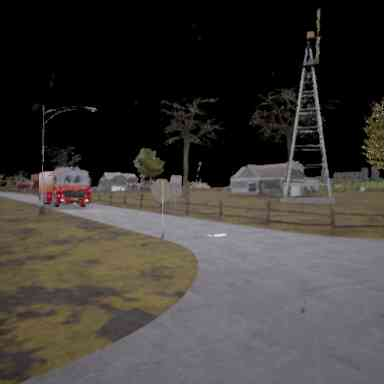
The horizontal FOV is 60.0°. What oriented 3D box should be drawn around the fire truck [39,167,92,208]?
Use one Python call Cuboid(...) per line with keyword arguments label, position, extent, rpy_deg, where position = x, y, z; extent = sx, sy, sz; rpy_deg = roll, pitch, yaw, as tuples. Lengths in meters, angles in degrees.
Cuboid(label="fire truck", position=(-12.758, -0.505, 32.920), extent=(2.891, 3.827, 8.468), rpy_deg=(1, 1, -35))
